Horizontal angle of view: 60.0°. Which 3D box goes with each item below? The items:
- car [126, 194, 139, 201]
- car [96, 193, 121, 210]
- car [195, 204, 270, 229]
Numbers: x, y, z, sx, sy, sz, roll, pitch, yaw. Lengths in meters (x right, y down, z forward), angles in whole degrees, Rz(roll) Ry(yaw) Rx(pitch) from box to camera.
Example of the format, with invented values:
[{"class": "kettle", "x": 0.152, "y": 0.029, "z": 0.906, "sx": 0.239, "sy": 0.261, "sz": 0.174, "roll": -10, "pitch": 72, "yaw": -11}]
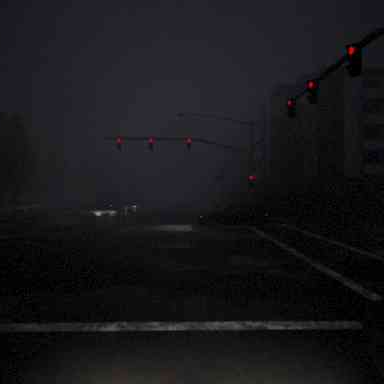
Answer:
[{"class": "car", "x": -10.429, "y": 1.151, "z": 58.512, "sx": 1.837, "sy": 1.490, "sz": 4.892, "roll": 0, "pitch": 0, "yaw": 0}, {"class": "car", "x": -10.544, "y": 1.173, "z": 42.485, "sx": 2.150, "sy": 2.045, "sz": 5.566, "roll": 0, "pitch": 0, "yaw": 0}, {"class": "car", "x": 2.545, "y": 1.501, "z": 21.070, "sx": 4.674, "sy": 1.442, "sz": 1.812, "roll": 0, "pitch": 0, "yaw": -5}]
